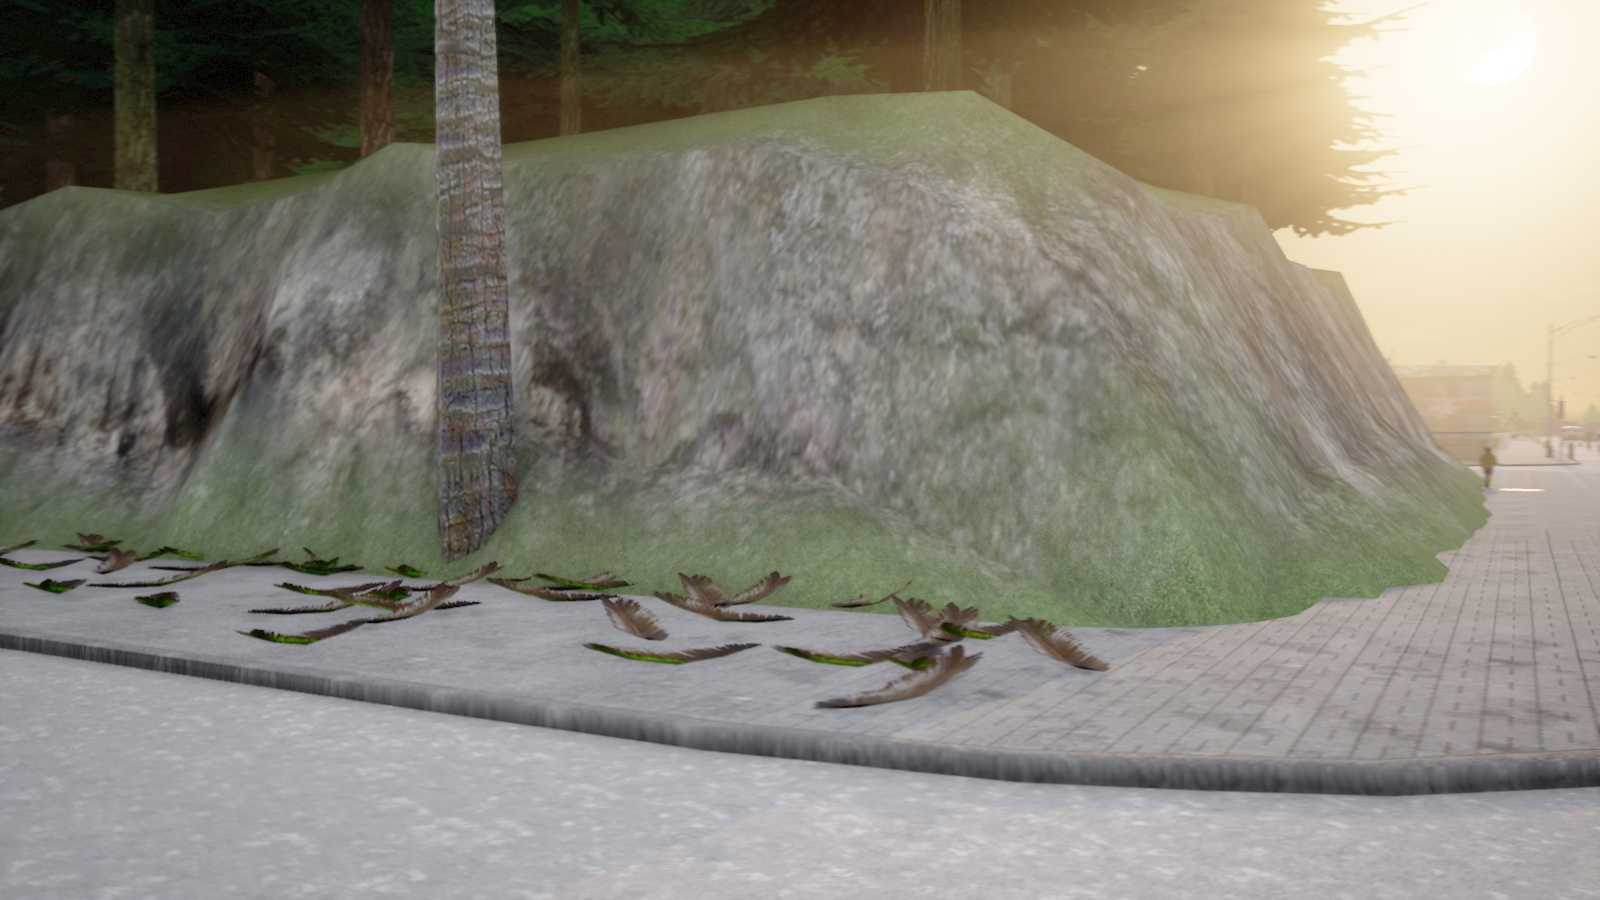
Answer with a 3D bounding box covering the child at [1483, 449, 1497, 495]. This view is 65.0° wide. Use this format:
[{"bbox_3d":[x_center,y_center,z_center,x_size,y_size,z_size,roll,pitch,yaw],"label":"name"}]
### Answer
[{"bbox_3d":[17.563,0.563,31.956,0.299,1.160,0.473,1,1,30],"label":"child"}]
